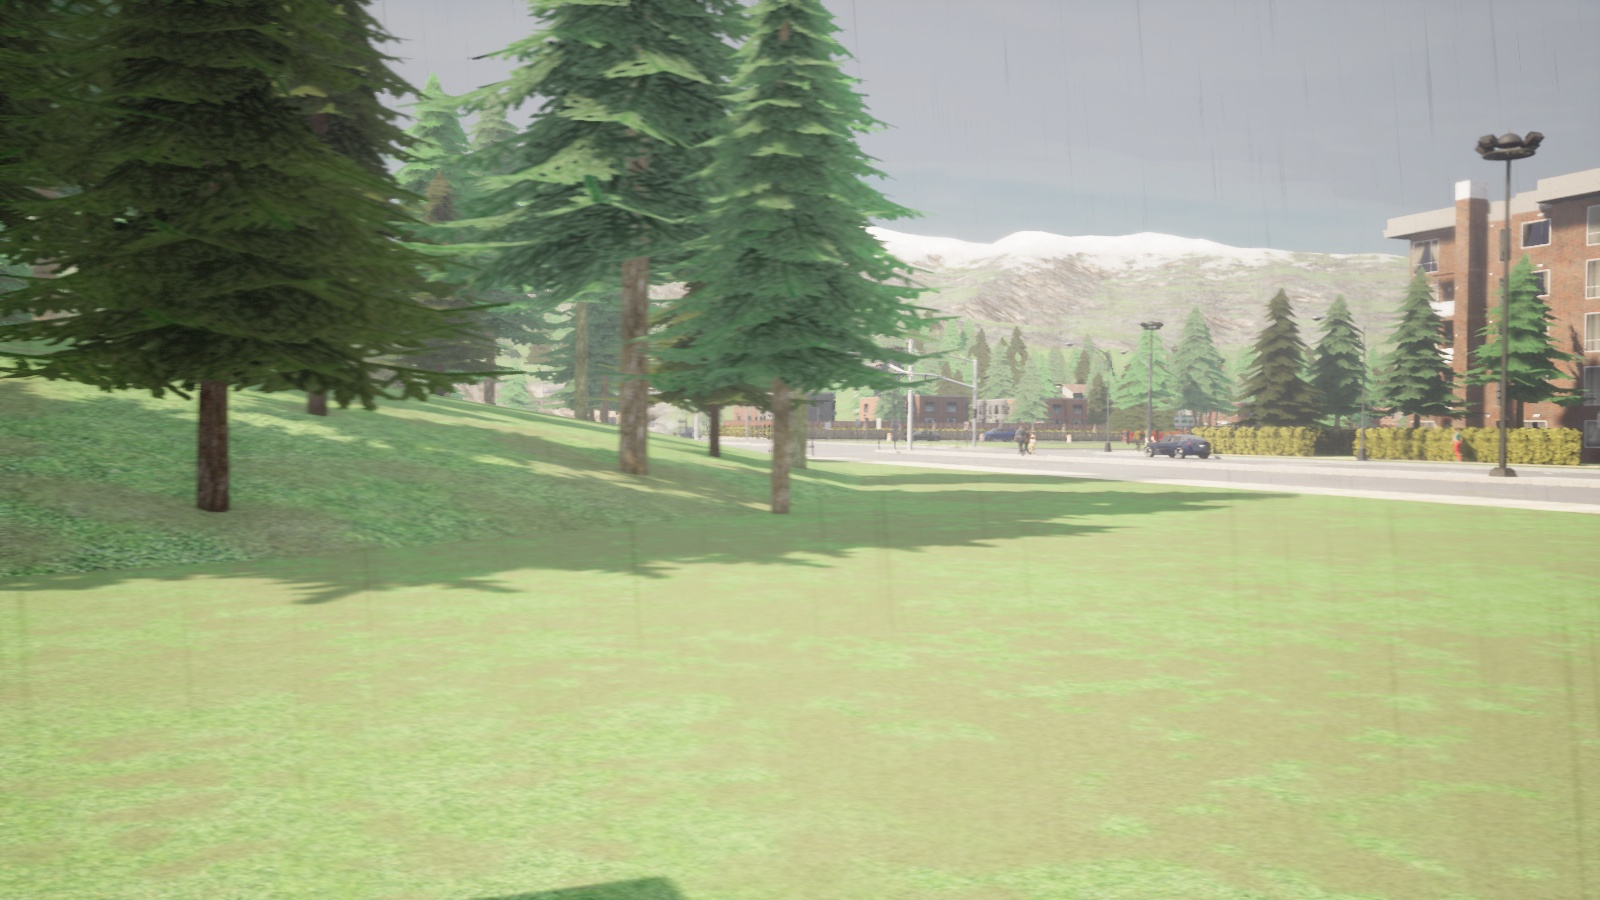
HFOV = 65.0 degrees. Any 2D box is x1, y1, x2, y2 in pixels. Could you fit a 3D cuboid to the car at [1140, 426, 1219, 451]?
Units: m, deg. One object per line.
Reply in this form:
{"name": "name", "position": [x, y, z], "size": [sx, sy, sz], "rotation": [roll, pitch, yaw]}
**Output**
{"name": "car", "position": [23.355, -0.724, 77.489], "size": [2.163, 1.488, 4.792], "rotation": [-1, 1, -21]}

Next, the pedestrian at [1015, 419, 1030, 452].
{"name": "pedestrian", "position": [12.538, -0.837, 70.815], "size": [0.540, 1.848, 0.694], "rotation": [-1, 1, -15]}

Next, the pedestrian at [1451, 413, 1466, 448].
{"name": "pedestrian", "position": [34.861, -1.031, 66.498], "size": [0.345, 1.836, 0.594], "rotation": [-1, 1, -21]}
